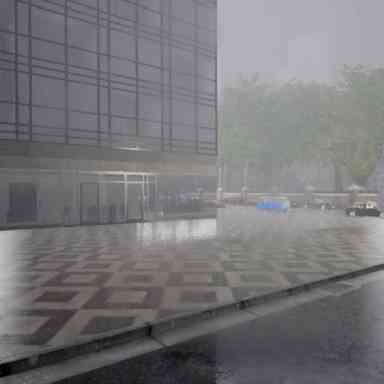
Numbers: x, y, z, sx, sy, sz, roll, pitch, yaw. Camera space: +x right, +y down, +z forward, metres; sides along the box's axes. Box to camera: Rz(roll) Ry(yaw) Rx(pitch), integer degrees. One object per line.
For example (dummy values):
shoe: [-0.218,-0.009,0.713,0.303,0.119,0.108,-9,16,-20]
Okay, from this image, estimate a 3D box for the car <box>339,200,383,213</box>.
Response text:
car: [19.503,1.588,38.605,1.802,1.307,4.206,-1,0,-35]

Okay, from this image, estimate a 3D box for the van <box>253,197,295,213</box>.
van: [9.355,1.442,38.193,1.690,1.788,3.998,-1,0,-35]

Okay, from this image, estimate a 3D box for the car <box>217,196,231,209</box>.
car: [2.985,1.685,47.222,1.887,1.381,4.507,-1,0,-35]

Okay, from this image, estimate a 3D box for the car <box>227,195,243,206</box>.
car: [6.756,1.401,56.661,2.192,1.841,5.009,-1,0,-35]

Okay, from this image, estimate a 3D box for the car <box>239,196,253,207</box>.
car: [9.944,1.655,52.148,1.802,1.307,4.206,-1,0,-35]

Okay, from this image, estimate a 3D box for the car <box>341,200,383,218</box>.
car: [15.730,1.593,29.165,2.008,1.369,4.403,-1,0,-35]

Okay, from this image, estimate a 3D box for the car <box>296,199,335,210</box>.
car: [16.317,1.584,43.119,2.008,1.369,4.403,-1,0,-35]
